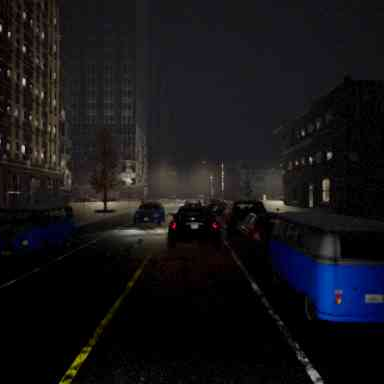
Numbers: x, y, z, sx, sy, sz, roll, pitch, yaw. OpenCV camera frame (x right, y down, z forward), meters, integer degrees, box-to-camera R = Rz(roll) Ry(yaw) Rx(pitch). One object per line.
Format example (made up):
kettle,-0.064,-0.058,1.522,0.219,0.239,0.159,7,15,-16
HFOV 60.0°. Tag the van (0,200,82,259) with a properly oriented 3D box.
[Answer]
van,-5.673,1.345,12.257,1.690,1.788,3.998,1,0,0

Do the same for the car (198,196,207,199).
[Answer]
car,0.103,1.495,33.738,2.128,1.511,4.902,0,0,0

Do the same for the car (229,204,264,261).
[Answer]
car,2.706,1.444,12.259,1.967,1.590,4.097,1,0,0

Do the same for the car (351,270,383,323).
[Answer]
car,2.703,1.552,1.303,2.008,1.369,4.403,1,0,0

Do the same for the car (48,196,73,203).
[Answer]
car,-28.615,1.705,72.317,4.829,1.417,1.752,-1,0,1

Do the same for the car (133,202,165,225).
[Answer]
car,-2.998,1.486,24.177,1.882,1.535,5.008,0,0,0

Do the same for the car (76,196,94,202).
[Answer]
car,-23.103,1.567,72.264,4.097,1.590,1.967,-1,0,1

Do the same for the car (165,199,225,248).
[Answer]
car,0.102,1.356,14.970,2.097,1.767,4.553,0,0,0

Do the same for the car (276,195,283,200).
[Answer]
car,20.690,1.235,71.839,4.829,1.417,1.752,-1,0,1

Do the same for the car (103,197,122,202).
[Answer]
car,-17.418,1.654,72.208,4.206,1.307,1.802,-1,0,1

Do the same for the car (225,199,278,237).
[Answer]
car,2.708,1.319,17.737,2.192,1.841,5.009,1,0,0

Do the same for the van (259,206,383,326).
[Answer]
van,2.707,1.344,6.782,1.690,1.788,3.998,1,0,0

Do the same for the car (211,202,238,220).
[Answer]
car,2.706,1.570,28.692,1.947,1.339,4.313,1,0,0
